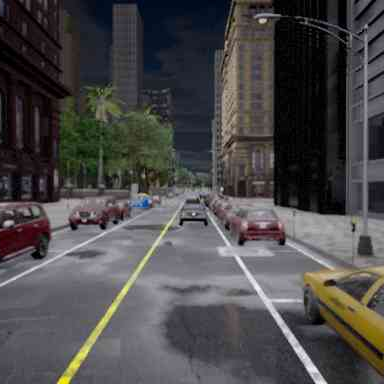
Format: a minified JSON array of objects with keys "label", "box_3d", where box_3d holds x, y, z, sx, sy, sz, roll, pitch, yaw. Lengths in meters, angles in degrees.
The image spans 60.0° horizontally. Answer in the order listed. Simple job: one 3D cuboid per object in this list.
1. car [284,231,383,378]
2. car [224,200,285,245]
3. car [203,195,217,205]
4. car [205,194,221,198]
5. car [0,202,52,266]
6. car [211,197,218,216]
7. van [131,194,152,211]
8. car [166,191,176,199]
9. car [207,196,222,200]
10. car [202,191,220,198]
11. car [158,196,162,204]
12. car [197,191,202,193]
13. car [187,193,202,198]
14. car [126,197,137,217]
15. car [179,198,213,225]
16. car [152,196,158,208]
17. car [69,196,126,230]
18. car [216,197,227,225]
[{"label":"car","box_3d":[2.760,1.497,4.182,1.752,1.417,4.829,0,0,0]},{"label":"car","box_3d":[2.759,1.343,14.862,1.967,1.590,4.097,0,0,0]},{"label":"car","box_3d":[2.760,1.234,52.838,1.947,1.339,4.313,0,0,0]},{"label":"car","box_3d":[2.760,1.295,36.732,1.752,1.417,4.829,0,0,0]},{"label":"car","box_3d":[-5.766,1.253,9.446,2.192,1.841,5.009,0,0,0]},{"label":"car","box_3d":[2.759,1.381,25.712,1.887,1.381,4.507,0,0,0]},{"label":"van","box_3d":[-5.766,1.112,36.576,1.690,1.788,3.998,0,0,0]},{"label":"car","box_3d":[-5.765,1.008,84.714,2.008,1.369,4.403,0,0,0]},{"label":"car","box_3d":[2.760,1.354,31.137,2.008,1.369,4.403,0,0,0]},{"label":"car","box_3d":[2.759,1.052,41.986,2.192,1.841,5.009,0,0,0]},{"label":"car","box_3d":[-5.765,1.250,52.856,1.802,1.307,4.206,0,0,0]},{"label":"car","box_3d":[2.760,1.060,79.274,1.947,1.339,4.313,0,0,0]},{"label":"car","box_3d":[0.099,1.202,44.018,1.882,1.535,5.008,0,0,0]},{"label":"car","box_3d":[-5.765,1.381,25.725,1.887,1.381,4.507,0,0,0]},{"label":"car","box_3d":[0.102,1.401,22.919,2.033,1.411,5.357,0,0,0]},{"label":"car","box_3d":[-5.766,1.177,42.002,1.967,1.590,4.097,0,0,0]},{"label":"car","box_3d":[-5.766,1.185,20.298,2.192,1.841,5.009,0,0,0]},{"label":"car","box_3d":[2.759,1.310,20.287,1.967,1.590,4.097,0,0,0]}]
